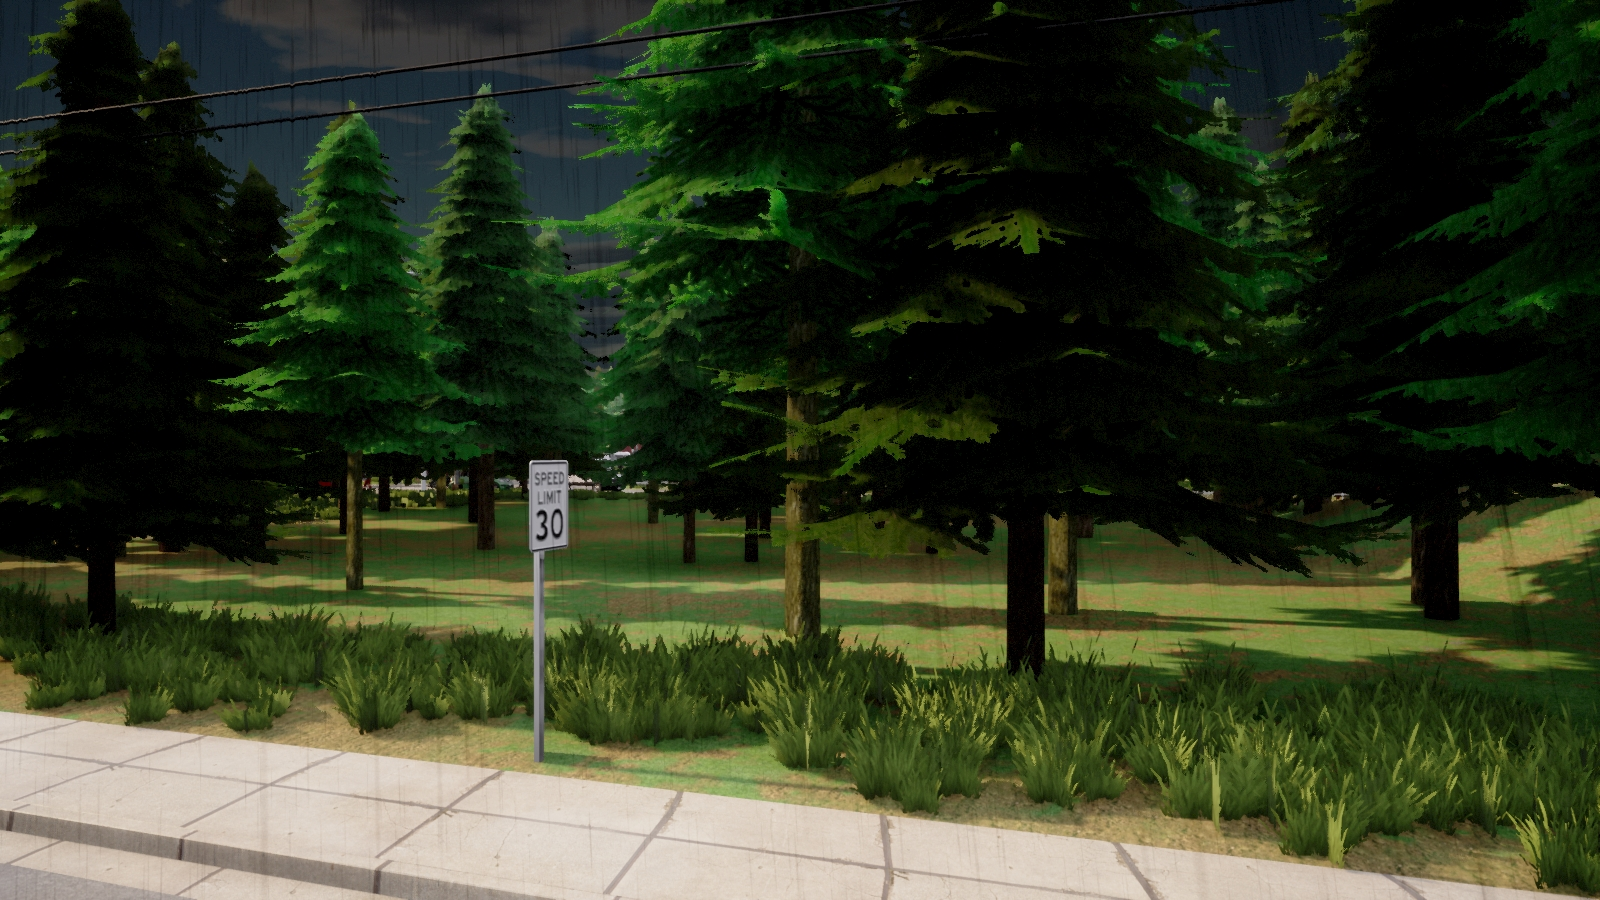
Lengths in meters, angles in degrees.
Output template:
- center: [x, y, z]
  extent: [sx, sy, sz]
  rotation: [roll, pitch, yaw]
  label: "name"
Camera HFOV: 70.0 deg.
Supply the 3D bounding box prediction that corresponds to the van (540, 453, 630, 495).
- center: [-13.883, 1.508, 73.669]
  extent: [5.915, 2.561, 1.988]
  rotation: [0, 0, 33]
  label: "van"
